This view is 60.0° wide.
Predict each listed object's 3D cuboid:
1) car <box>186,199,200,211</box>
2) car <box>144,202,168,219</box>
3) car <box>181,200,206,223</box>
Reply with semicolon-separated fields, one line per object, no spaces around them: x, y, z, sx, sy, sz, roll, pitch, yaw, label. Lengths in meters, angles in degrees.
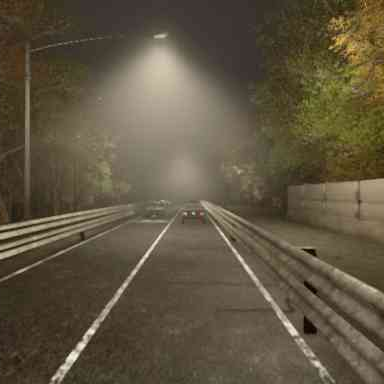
0.115;1.834;48.313;1.882;1.535;5.008;0;-1;0;car
-3.240;1.681;31.288;2.033;1.411;5.357;0;-1;0;car
0.106;1.631;26.503;2.033;1.411;5.357;0;-1;0;car
